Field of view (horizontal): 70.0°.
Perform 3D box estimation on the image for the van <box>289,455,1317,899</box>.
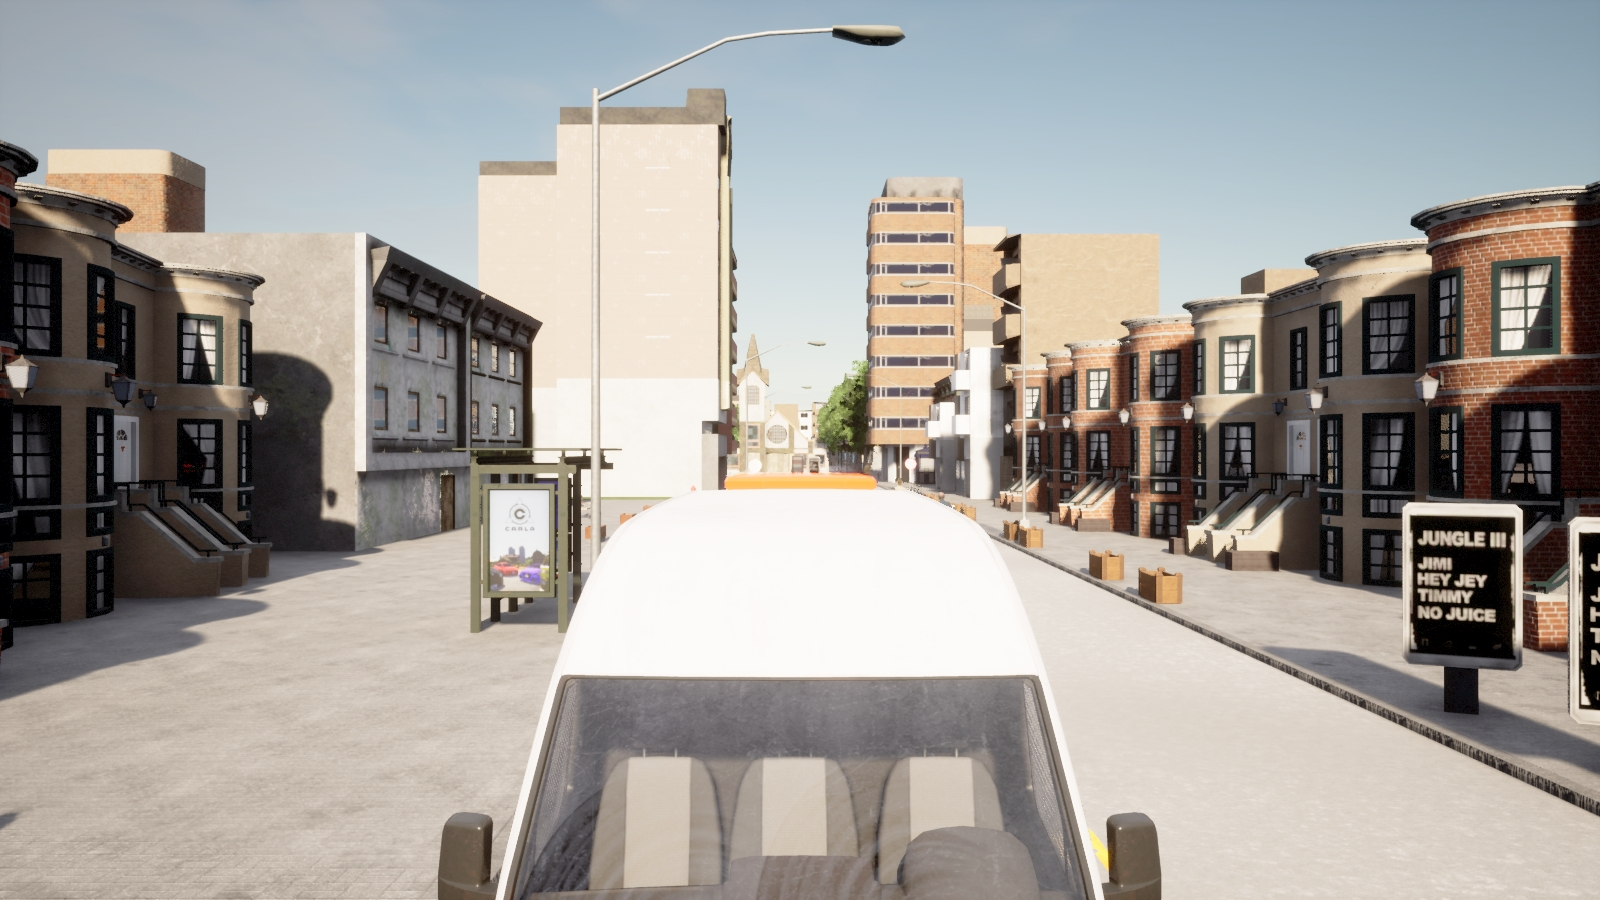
[{"bbox_3d":[0.007,1.317,5.167,1.988,2.561,5.915,0,0,0],"label":"van"}]
